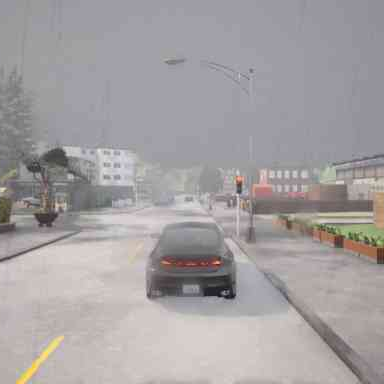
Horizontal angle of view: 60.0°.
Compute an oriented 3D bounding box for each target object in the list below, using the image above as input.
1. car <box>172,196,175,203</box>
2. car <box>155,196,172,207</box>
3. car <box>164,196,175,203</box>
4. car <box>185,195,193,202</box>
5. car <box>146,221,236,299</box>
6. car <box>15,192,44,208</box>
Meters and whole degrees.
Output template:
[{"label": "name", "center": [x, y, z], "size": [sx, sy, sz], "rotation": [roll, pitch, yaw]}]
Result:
[{"label": "car", "center": [-4.637, 1.477, 60.001], "size": [1.882, 1.535, 5.008], "rotation": [0, 0, 0]}, {"label": "car", "center": [-4.571, 1.477, 50.588], "size": [1.882, 1.535, 5.008], "rotation": [0, 0, 0]}, {"label": "car", "center": [-4.665, 1.525, 70.431], "size": [2.128, 1.511, 4.902], "rotation": [0, 0, -1]}, {"label": "car", "center": [-0.750, 1.525, 79.372], "size": [2.128, 1.511, 4.902], "rotation": [0, 0, -1]}, {"label": "car", "center": [-0.016, 1.505, 8.424], "size": [1.837, 1.490, 4.892], "rotation": [0, 0, 0]}, {"label": "car", "center": [-20.154, 0.985, 42.086], "size": [1.905, 1.878, 3.866], "rotation": [0, 0, 34]}]
